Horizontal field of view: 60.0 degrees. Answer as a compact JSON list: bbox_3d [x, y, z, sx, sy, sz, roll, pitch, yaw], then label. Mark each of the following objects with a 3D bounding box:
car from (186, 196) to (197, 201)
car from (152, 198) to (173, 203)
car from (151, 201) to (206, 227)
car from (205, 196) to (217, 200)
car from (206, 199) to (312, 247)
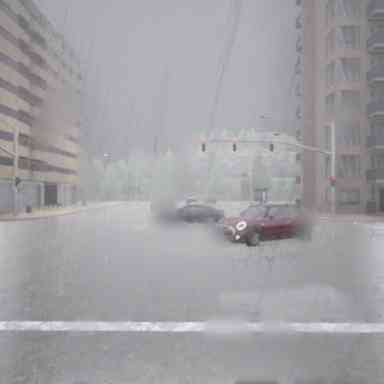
[{"bbox_3d":[-0.018,1.515,60.273,1.812,1.442,4.674,0,0,0],"label":"car"},{"bbox_3d":[-3.580,1.519,38.965,1.812,1.442,4.674,0,0,0],"label":"car"},{"bbox_3d":[-0.104,1.522,22.095,4.674,1.442,1.812,0,0,1],"label":"car"},{"bbox_3d":[3.482,1.495,60.274,1.837,1.490,4.892,0,0,0],"label":"car"},{"bbox_3d":[3.209,1.349,14.985,4.553,1.767,2.097,0,0,-30],"label":"car"}]
